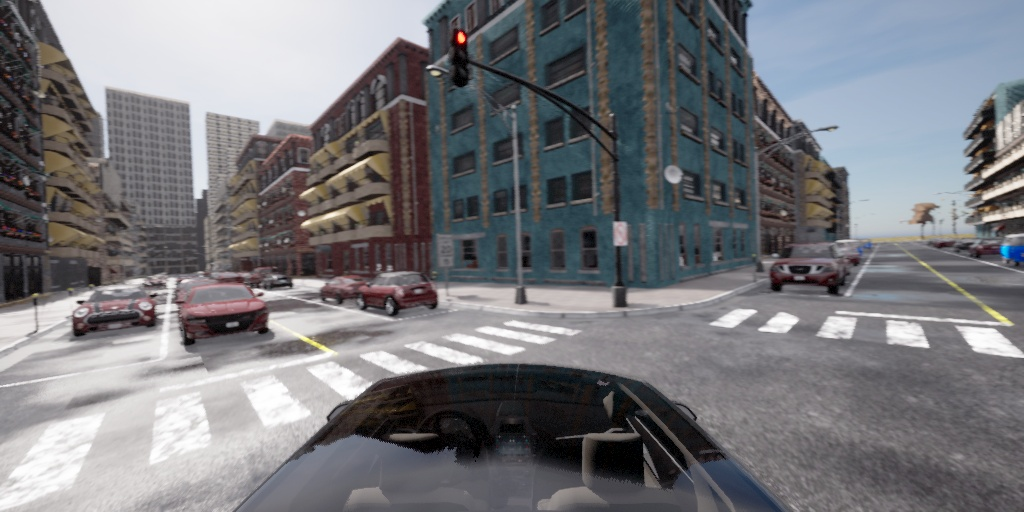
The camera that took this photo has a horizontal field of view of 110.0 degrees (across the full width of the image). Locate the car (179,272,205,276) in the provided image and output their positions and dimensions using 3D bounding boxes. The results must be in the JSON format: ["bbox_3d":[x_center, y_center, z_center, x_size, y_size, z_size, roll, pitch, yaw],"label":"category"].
[{"bbox_3d":[-32.601,2.520,36.160,1.895,1.301,4.718,-3,0,-43],"label":"car"}]

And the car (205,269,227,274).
[{"bbox_3d":[-34.454,2.687,42.125,1.837,1.490,4.892,-3,1,-43],"label":"car"}]

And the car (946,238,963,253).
[{"bbox_3d":[45.509,-1.012,35.830,4.403,1.370,2.007,0,0,-44],"label":"car"}]

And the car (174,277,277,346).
[{"bbox_3d":[-9.125,1.612,11.241,1.882,1.535,5.008,-3,0,-44],"label":"car"}]

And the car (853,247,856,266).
[{"bbox_3d":[16.080,0.393,18.401,4.507,1.381,1.888,0,0,-44],"label":"car"}]

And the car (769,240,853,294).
[{"bbox_3d":[12.086,0.375,14.550,5.009,1.841,2.192,0,0,-44],"label":"car"}]

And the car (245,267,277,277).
[{"bbox_3d":[-23.765,2.033,34.600,2.192,1.841,5.009,0,0,-43],"label":"car"}]

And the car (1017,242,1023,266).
[{"bbox_3d":[25.540,0.085,16.576,4.207,1.307,1.802,0,0,-44],"label":"car"}]

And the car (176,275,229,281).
[{"bbox_3d":[-15.539,1.930,18.008,1.812,1.442,4.674,-3,0,-43],"label":"car"}]

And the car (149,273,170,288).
[{"bbox_3d":[-40.906,2.922,41.242,1.967,1.591,4.097,0,0,-43],"label":"car"}]

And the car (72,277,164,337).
[{"bbox_3d":[-14.203,1.803,13.054,1.967,1.591,4.097,0,0,-43],"label":"car"}]

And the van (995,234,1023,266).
[{"bbox_3d":[29.534,-0.369,20.427,3.998,1.789,1.690,0,0,-44],"label":"van"}]

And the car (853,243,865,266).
[{"bbox_3d":[24.068,-0.032,26.102,4.507,1.381,1.888,0,0,-44],"label":"car"}]

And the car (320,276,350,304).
[{"bbox_3d":[-8.504,1.659,18.496,1.802,1.307,4.207,0,0,-43],"label":"car"}]

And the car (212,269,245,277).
[{"bbox_3d":[-27.125,2.351,34.448,1.882,1.535,5.008,-3,0,-43],"label":"car"}]

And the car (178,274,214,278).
[{"bbox_3d":[-22.360,2.254,25.234,1.994,1.385,4.181,-3,0,-43],"label":"car"}]

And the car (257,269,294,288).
[{"bbox_3d":[-19.951,2.124,30.573,1.948,1.339,4.313,0,0,-43],"label":"car"}]

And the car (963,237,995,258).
[{"bbox_3d":[37.521,-0.696,28.128,4.097,1.591,1.967,0,0,-44],"label":"car"}]

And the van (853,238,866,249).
[{"bbox_3d":[28.062,-0.449,29.953,3.998,1.789,1.690,0,0,-44],"label":"van"}]

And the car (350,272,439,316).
[{"bbox_3d":[-4.686,1.357,14.472,1.967,1.591,4.097,0,0,-43],"label":"car"}]
